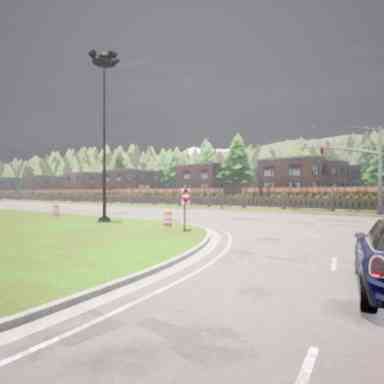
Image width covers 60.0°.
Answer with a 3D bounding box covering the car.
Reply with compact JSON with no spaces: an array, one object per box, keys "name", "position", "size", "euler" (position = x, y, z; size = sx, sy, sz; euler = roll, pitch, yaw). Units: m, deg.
[{"name":"car","position":[4.770,1.348,7.260],"size":[2.097,1.767,4.553],"euler":[0,0,25]}]
